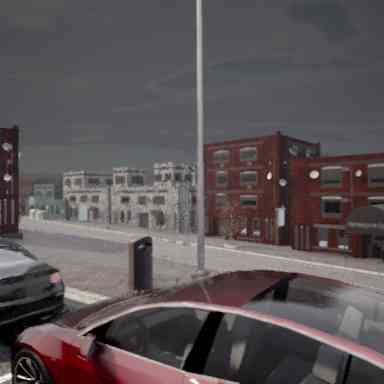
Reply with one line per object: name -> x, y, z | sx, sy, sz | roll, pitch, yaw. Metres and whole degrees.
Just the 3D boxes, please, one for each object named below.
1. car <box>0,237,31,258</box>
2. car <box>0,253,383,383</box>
car -> -4.282, 1.552, 6.195 | 4.674, 1.452, 2.002 | 0, 0, 34
car -> 0.272, 1.513, 3.075 | 4.792, 1.488, 2.163 | 0, 0, 35
